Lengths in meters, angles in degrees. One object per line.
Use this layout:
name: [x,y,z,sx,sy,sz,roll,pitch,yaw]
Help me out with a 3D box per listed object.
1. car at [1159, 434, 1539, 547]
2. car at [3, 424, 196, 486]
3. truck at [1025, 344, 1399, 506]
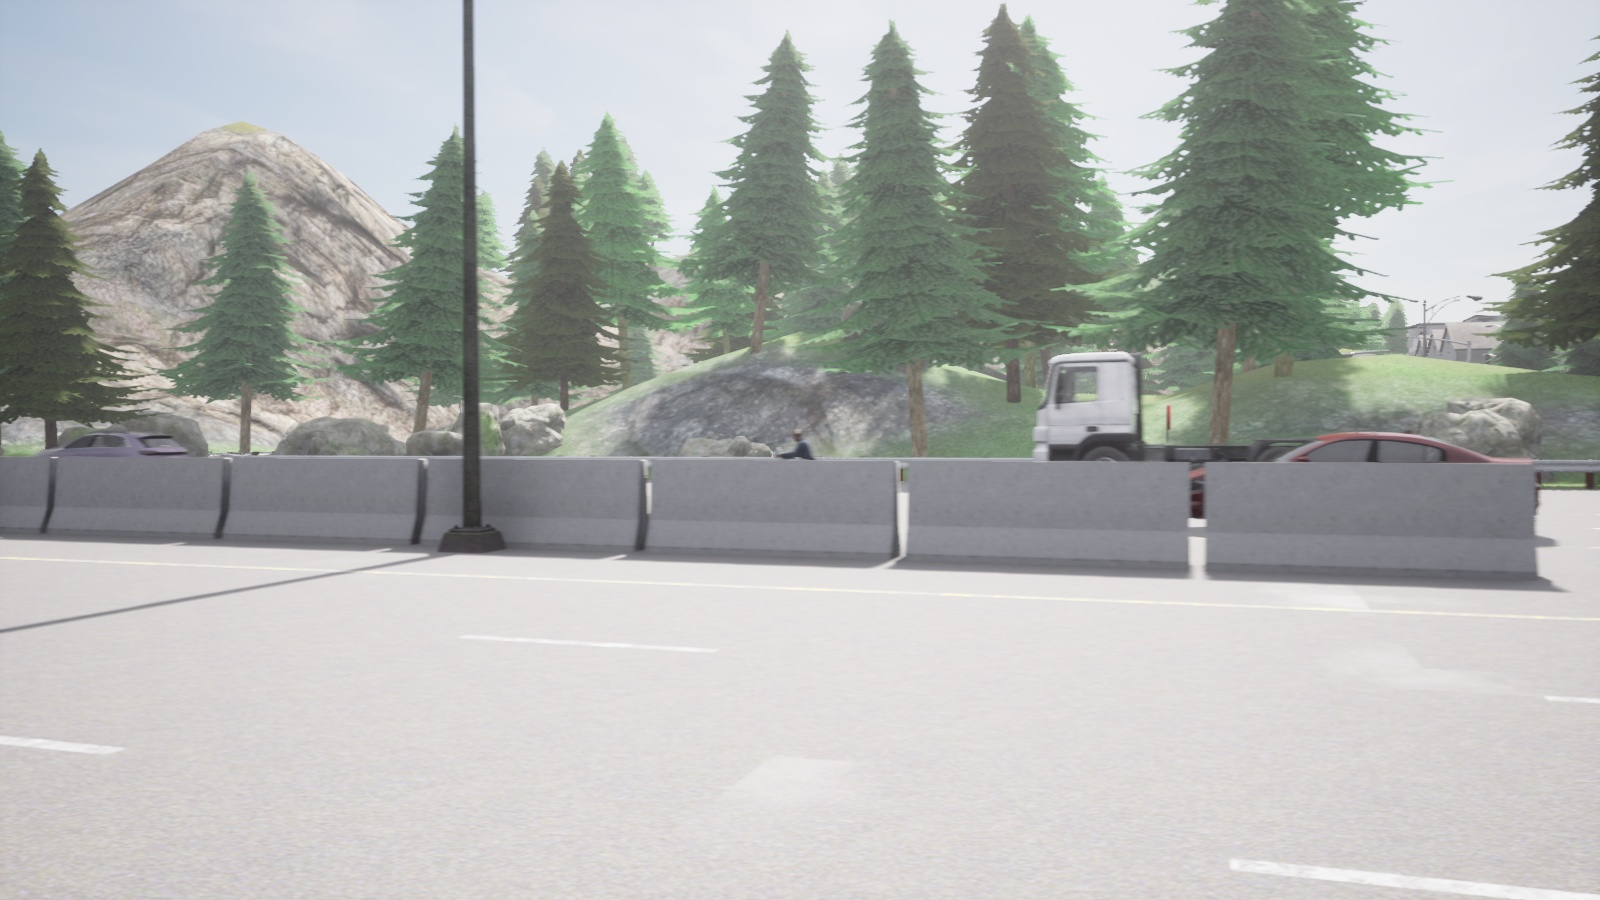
car: [8.065,0.531,18.942,5.008,1.535,1.882,0,1,19]
car: [-19.919,0.110,35.734,4.856,1.649,2.033,1,1,18]
truck: [9.498,-0.592,29.522,7.936,3.462,2.891,1,1,19]
